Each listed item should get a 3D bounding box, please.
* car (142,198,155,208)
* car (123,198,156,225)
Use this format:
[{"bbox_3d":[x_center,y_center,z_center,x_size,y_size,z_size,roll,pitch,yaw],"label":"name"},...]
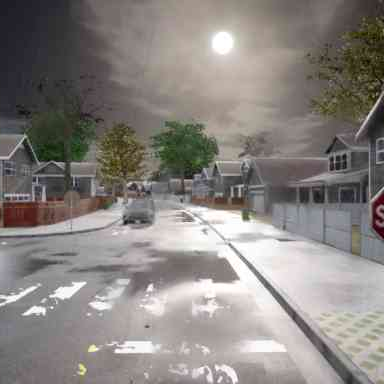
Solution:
[{"bbox_3d":[-6.411,1.592,48.850,1.895,1.301,4.718,0,0,-9],"label":"car"},{"bbox_3d":[-3.669,1.350,23.800,2.097,1.767,4.553,0,0,-4],"label":"car"}]
